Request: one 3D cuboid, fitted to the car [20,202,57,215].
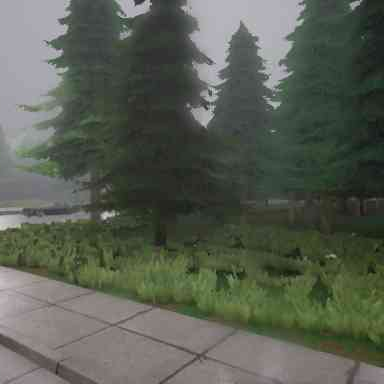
[{"bbox_3d":[-12.567,1.574,29.598,1.895,1.301,4.718,0,0,35],"label":"car"}]
